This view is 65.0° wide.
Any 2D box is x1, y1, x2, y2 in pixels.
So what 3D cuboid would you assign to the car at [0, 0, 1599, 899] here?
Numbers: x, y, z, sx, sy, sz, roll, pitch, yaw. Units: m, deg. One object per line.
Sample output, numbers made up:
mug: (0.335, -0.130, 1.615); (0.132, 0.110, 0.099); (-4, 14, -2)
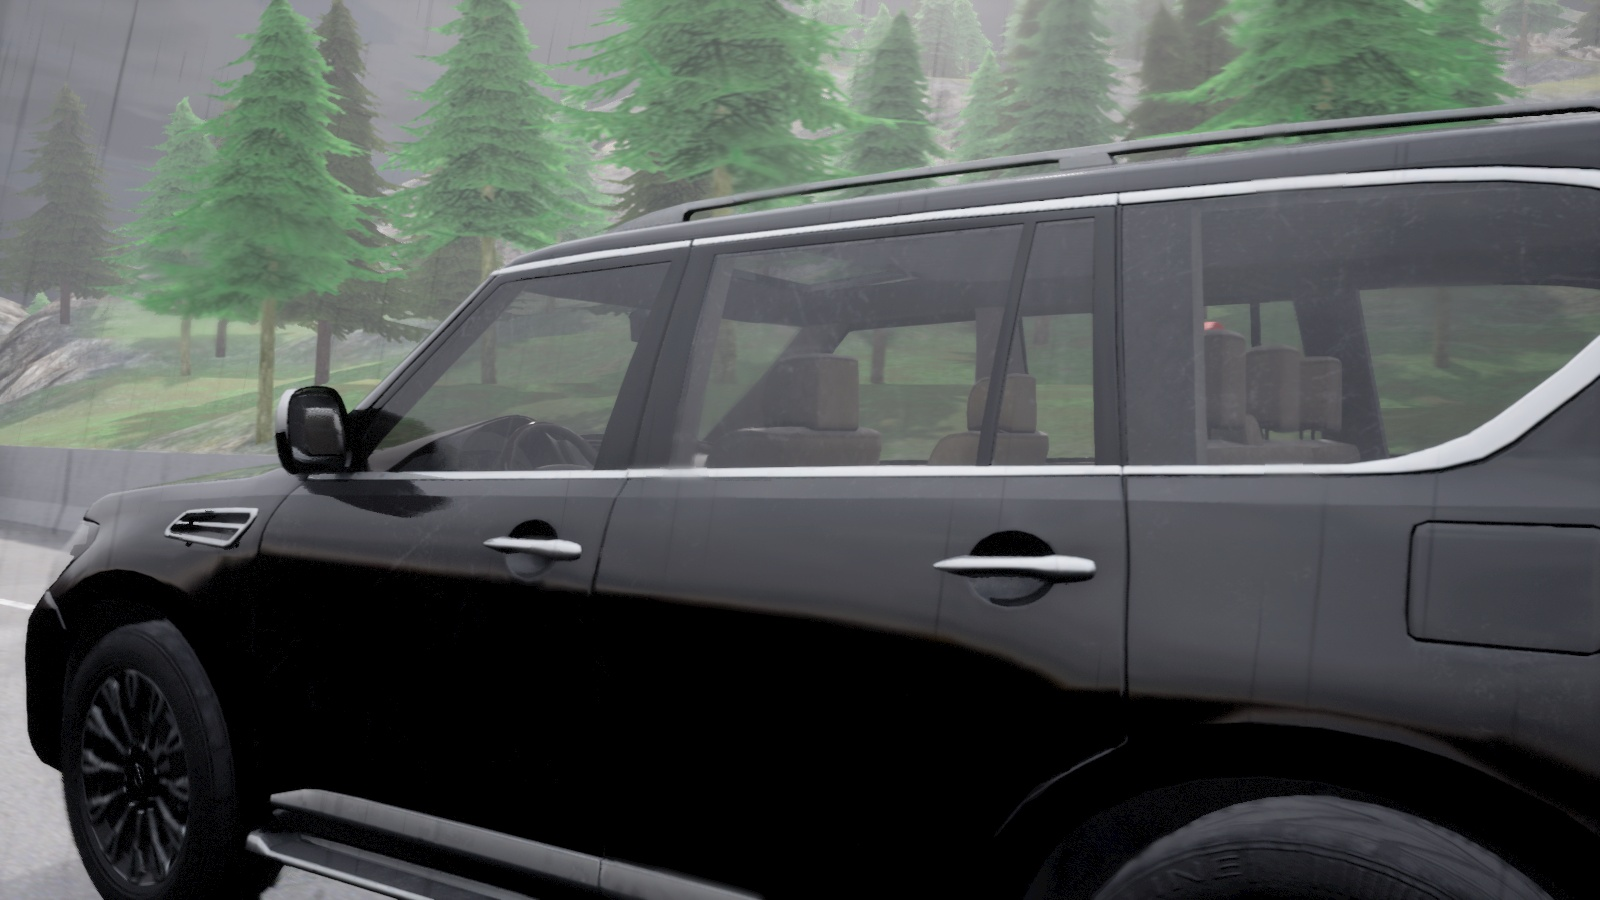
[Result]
car: (0.119, 0.408, 3.542); (5.566, 2.045, 2.150); (0, 1, 34)
